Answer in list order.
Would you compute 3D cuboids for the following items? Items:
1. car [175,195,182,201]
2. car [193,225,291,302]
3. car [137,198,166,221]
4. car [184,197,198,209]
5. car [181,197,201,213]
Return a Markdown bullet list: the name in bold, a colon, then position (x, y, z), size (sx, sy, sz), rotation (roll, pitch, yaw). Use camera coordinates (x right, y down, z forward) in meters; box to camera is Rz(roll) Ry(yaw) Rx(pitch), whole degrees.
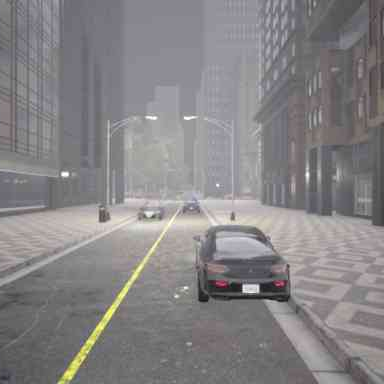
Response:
- **car**: position (-3.314, 1.515, 84.541), size (2.128, 1.511, 4.902), rotation (0, 0, 0)
- **car**: position (1.022, 1.527, 8.116), size (1.812, 1.442, 4.674), rotation (0, 0, 0)
- **car**: position (-3.199, 1.494, 27.160), size (2.128, 1.511, 4.902), rotation (0, 0, 0)
- **car**: position (-0.160, 1.510, 47.353), size (1.837, 1.490, 4.892), rotation (0, 0, 0)
- **car**: position (-0.059, 1.529, 37.437), size (1.812, 1.442, 4.674), rotation (0, 0, 0)
